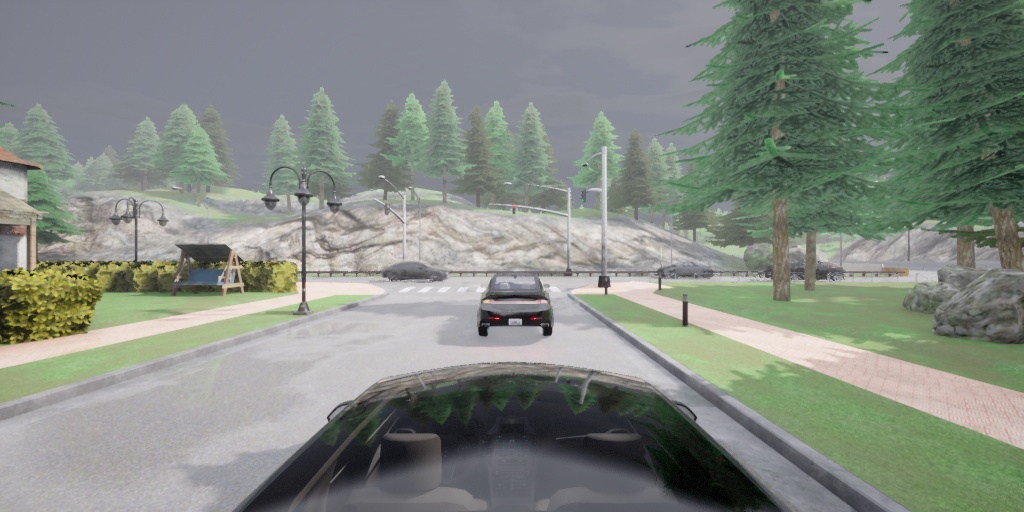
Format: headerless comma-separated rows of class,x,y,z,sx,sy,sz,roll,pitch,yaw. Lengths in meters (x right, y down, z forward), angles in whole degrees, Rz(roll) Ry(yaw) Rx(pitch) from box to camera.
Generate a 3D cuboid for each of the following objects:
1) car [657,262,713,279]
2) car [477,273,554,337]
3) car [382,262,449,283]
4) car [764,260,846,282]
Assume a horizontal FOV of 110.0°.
car,14.171,1.151,29.465,4.181,1.385,1.994,0,0,0
car,0.094,1.241,10.333,2.128,1.511,4.902,0,0,1
car,-6.924,1.139,25.812,4.674,1.442,1.812,1,0,0
car,20.973,1.065,25.760,5.008,1.535,1.882,0,0,0
